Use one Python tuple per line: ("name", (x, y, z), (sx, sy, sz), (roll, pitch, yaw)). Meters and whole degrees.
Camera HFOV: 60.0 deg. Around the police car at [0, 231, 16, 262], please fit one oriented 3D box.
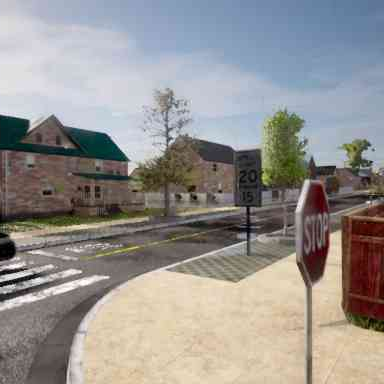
("police car", (-6.900, 1.462, 7.531), (2.038, 1.542, 4.974), (0, 2, 36))
